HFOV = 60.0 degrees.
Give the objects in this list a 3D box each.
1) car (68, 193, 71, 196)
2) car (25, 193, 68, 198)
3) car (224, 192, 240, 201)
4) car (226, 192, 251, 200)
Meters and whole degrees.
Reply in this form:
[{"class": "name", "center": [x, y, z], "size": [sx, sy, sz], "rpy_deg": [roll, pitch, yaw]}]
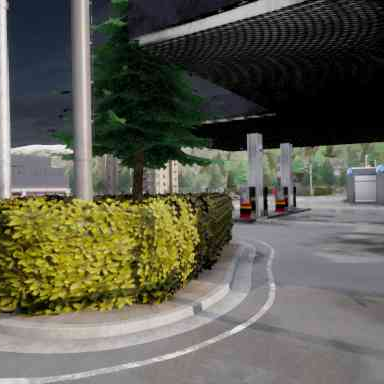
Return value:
[{"class": "car", "center": [-24.204, 1.124, 63.874], "size": [3.866, 1.878, 1.905], "rpy_deg": [-1, 1, 35]}, {"class": "car", "center": [-14.746, 1.183, 33.582], "size": [3.866, 1.878, 1.905], "rpy_deg": [-1, 1, 35]}, {"class": "car", "center": [7.473, 0.850, 63.898], "size": [5.027, 1.636, 2.152], "rpy_deg": [-1, 1, 35]}, {"class": "car", "center": [9.246, 0.812, 66.485], "size": [4.514, 1.523, 2.007], "rpy_deg": [-1, 1, 35]}]
